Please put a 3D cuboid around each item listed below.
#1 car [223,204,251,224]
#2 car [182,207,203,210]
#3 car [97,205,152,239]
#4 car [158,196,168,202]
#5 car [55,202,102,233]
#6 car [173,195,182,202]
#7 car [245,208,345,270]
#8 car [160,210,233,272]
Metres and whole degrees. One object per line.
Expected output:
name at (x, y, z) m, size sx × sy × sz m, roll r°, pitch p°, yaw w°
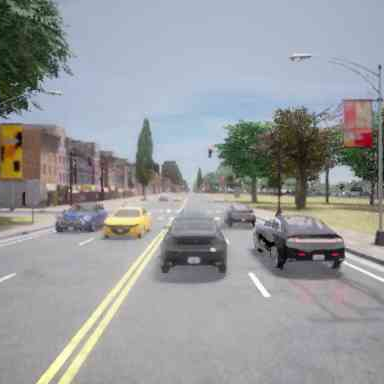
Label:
car at (3.296, 1.606, 23.480) m, size 2.128 × 1.511 × 4.902 m, roll 0°, pitch -1°, yaw 0°
car at (0.050, 1.721, 23.933) m, size 1.895 × 1.301 × 4.718 m, roll 0°, pitch 0°, yaw 0°
car at (-3.333, 1.545, 17.964) m, size 1.882 × 1.535 × 5.008 m, roll 0°, pitch -1°, yaw 0°
car at (-6.504, 1.586, 75.557) m, size 1.994 × 1.385 × 4.181 m, roll 0°, pitch 0°, yaw 0°
car at (-6.572, 1.440, 20.336) m, size 2.097 × 1.767 × 4.553 m, roll 0°, pitch 0°, yaw 0°
car at (-3.254, 1.511, 75.557) m, size 1.882 × 1.535 × 5.008 m, roll 0°, pitch 0°, yaw 0°
car at (3.317, 1.506, 11.090) m, size 2.128 × 1.511 × 4.902 m, roll 0°, pitch 0°, yaw 0°
car at (0.065, 1.515, 10.752) m, size 1.837 × 1.490 × 4.892 m, roll 0°, pitch -1°, yaw 0°
